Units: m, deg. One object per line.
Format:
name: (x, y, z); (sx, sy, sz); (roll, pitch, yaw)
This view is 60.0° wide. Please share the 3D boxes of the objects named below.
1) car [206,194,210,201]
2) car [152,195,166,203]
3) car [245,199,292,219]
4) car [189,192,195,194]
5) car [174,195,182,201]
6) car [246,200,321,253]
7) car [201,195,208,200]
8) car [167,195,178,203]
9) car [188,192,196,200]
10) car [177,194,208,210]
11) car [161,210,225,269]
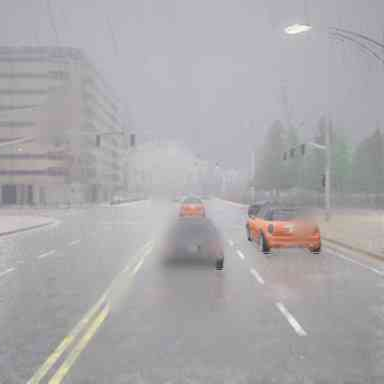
car: (3.491, 1.362, 85.712); (2.097, 1.767, 4.553); (0, 0, 0)
car: (-7.007, 1.533, 69.435); (1.812, 1.442, 4.674); (0, 0, 0)
car: (6.787, 1.463, 29.022); (1.837, 1.490, 4.892); (-4, -2, 41)
car: (-0.009, 1.486, 84.204); (1.882, 1.535, 5.008); (0, 0, 0)
car: (-3.509, 1.527, 85.038); (1.812, 1.442, 4.674); (0, 0, 0)
car: (3.559, 1.354, 13.740); (2.097, 1.767, 4.553); (0, 0, 0)
car: (3.490, 1.422, 94.138); (1.994, 1.385, 4.181); (0, 0, 0)
car: (-3.507, 1.364, 69.454); (2.097, 1.767, 4.553); (0, 0, 0)
car: (-0.010, 1.095, 94.167); (2.150, 2.045, 5.566); (0, 0, 0)
car: (0.066, 1.309, 29.509); (2.097, 1.767, 4.553); (0, 0, 0)
car: (0.039, 1.549, 11.131); (2.033, 1.411, 5.357); (0, 0, 1)
